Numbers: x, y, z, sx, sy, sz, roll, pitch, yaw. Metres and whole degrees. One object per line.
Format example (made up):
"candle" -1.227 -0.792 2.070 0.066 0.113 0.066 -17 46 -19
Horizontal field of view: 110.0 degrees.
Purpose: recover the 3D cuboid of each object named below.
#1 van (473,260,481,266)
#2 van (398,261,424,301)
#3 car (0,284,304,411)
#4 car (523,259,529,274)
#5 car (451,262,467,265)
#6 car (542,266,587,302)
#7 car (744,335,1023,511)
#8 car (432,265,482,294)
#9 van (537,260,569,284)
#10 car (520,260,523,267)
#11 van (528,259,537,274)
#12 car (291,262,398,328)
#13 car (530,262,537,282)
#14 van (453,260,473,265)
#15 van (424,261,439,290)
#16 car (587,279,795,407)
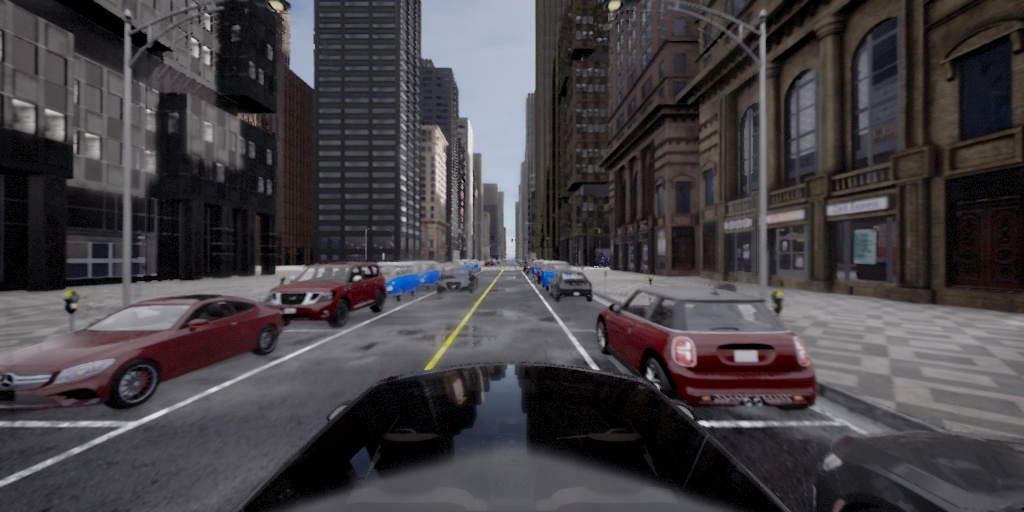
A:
"van" -5.755 1.400 51.575 1.690 1.789 3.998 0 0 0
"van" -5.760 1.186 17.511 1.690 1.789 3.998 0 0 0
"car" -5.762 1.358 6.156 1.802 1.307 4.207 0 0 0
"car" 2.769 1.463 45.906 1.967 1.591 4.097 0 0 0
"car" -5.758 1.532 34.543 1.802 1.307 4.207 0 0 0
"car" 2.765 1.396 17.519 2.007 1.370 4.403 0 0 0
"car" 2.762 1.293 0.486 2.007 1.370 4.403 0 0 0
"car" -3.097 1.430 21.005 1.994 1.385 4.181 0 0 0
"van" 2.765 1.221 23.197 1.690 1.789 3.998 0 0 0
"car" 2.771 1.411 57.261 2.192 1.841 5.009 0 0 0
"van" 2.767 1.292 34.551 1.690 1.789 3.998 0 0 0
"car" -5.761 1.125 11.834 2.192 1.841 5.009 0 0 0
"car" 2.766 1.460 28.874 1.888 1.381 4.507 0 0 0
"van" -5.757 1.327 40.220 1.690 1.789 3.998 0 0 0
"van" -5.760 1.221 23.188 1.690 1.789 3.998 0 0 0
"car" 2.763 1.217 6.163 1.967 1.591 4.097 0 0 0
